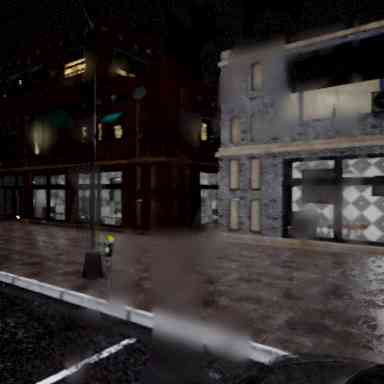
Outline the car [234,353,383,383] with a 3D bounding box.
[{"bbox_3d":[1.973,1.564,1.462,4.313,1.339,1.947,0,0,35],"label":"car"}]
